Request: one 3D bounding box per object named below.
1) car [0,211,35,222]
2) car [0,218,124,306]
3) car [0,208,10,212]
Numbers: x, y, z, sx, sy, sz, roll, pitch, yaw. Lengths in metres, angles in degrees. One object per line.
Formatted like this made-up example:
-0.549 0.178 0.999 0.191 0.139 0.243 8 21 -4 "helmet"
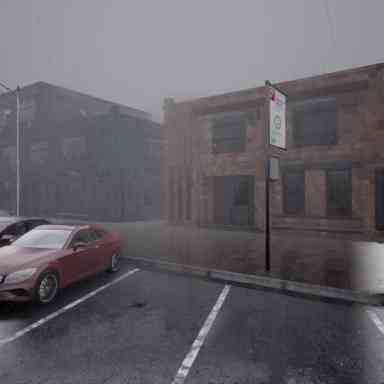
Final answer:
-5.792 1.518 9.982 2.163 1.488 4.792 1 -1 15 "car"
-3.311 1.527 8.310 2.002 1.452 4.674 1 -1 15 "car"
-8.244 1.366 11.746 2.185 1.767 4.553 1 -1 15 "car"
